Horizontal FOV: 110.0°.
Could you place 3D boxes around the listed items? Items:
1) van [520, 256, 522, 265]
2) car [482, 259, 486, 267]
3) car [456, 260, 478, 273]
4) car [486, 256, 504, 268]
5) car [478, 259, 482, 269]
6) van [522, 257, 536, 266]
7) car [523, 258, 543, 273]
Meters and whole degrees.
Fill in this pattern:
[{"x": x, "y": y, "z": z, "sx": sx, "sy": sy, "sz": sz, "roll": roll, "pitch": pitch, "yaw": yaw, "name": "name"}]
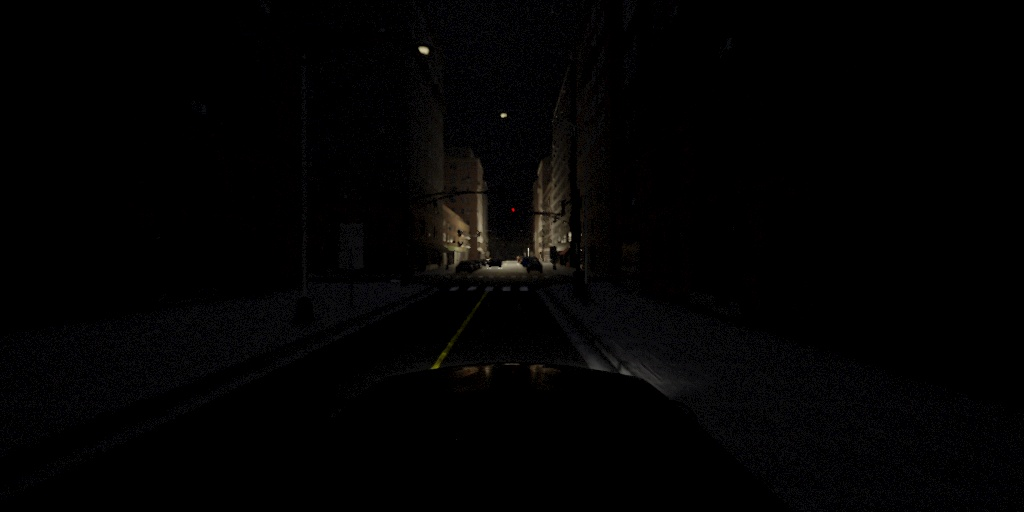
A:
[{"x": 2.615, "y": 1.013, "z": 58.564, "sx": 1.690, "sy": 1.789, "sz": 3.998, "roll": 0, "pitch": 0, "yaw": 0, "name": "van"}, {"x": -5.407, "y": 1.247, "z": 52.878, "sx": 1.948, "sy": 1.339, "sz": 4.313, "roll": 0, "pitch": 0, "yaw": 0, "name": "car"}, {"x": -5.403, "y": 1.264, "z": 41.514, "sx": 1.948, "sy": 1.339, "sz": 4.313, "roll": 0, "pitch": 0, "yaw": 0, "name": "car"}, {"x": -2.772, "y": 1.004, "z": 58.682, "sx": 2.097, "sy": 1.767, "sz": 4.553, "roll": 0, "pitch": 0, "yaw": 0, "name": "car"}, {"x": -5.405, "y": 1.272, "z": 47.196, "sx": 1.802, "sy": 1.307, "sz": 4.207, "roll": 0, "pitch": 0, "yaw": 0, "name": "car"}, {"x": 2.620, "y": 1.031, "z": 47.199, "sx": 1.690, "sy": 1.789, "sz": 3.998, "roll": 0, "pitch": 0, "yaw": 0, "name": "van"}, {"x": 2.622, "y": 1.250, "z": 41.517, "sx": 2.007, "sy": 1.370, "sz": 4.403, "roll": 0, "pitch": 0, "yaw": 0, "name": "car"}]
